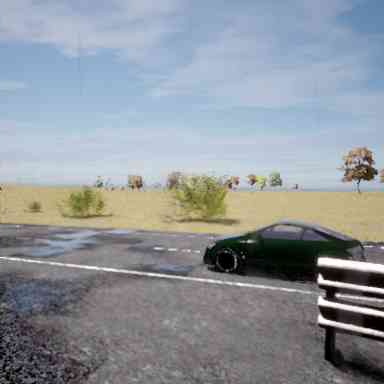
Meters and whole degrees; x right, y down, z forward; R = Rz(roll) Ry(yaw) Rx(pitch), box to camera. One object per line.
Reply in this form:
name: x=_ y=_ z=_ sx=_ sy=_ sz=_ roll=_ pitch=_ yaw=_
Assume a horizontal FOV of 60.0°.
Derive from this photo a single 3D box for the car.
car: x=2.446 y=1.480 z=9.159 sx=4.181 sy=1.385 sz=1.994 roll=0 pitch=0 yaw=23
